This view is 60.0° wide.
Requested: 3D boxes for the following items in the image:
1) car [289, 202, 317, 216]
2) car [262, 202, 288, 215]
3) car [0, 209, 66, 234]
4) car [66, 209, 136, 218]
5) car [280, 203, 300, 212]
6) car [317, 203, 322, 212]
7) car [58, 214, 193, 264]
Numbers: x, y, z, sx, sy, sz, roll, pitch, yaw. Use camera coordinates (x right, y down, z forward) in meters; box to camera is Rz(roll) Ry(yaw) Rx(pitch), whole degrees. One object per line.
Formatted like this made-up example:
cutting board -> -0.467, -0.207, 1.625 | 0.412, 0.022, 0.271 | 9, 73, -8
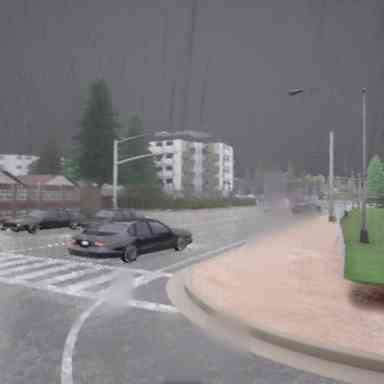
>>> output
car -> 14.661, 2.262, 43.975 | 2.128, 1.511, 4.902 | 0, -1, 28
car -> 11.392, 2.364, 45.281 | 1.895, 1.301, 4.718 | 0, -1, 28
car -> -9.160, 1.794, 21.217 | 2.033, 1.411, 5.357 | 0, -1, 28
car -> -5.085, 1.829, 21.443 | 2.033, 1.411, 5.357 | 0, -1, 28
car -> 16.079, 2.481, 54.380 | 2.033, 1.411, 5.357 | 0, -1, 27
car -> 19.560, 2.455, 53.478 | 1.837, 1.490, 4.892 | 0, 0, 28
car -> -2.072, 1.725, 12.767 | 2.033, 1.411, 5.357 | 0, -1, 33
